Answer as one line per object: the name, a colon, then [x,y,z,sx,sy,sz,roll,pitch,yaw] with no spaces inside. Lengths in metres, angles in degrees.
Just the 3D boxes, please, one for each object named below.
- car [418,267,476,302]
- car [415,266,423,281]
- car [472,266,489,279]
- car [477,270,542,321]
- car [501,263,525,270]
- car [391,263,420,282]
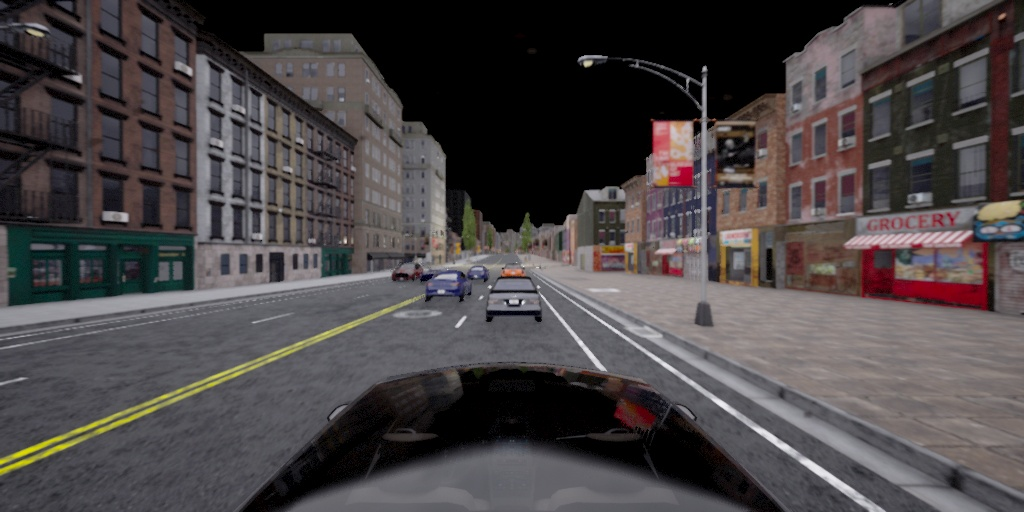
car: [-3.155,1.459,18.360,1.812,1.442,4.674,0,-1,0]
car: [-6.590,1.678,30.881,1.895,1.301,4.718,0,-1,0]
car: [-3.146,1.630,33.661,1.812,1.442,4.674,0,-1,0]
car: [0.072,1.416,12.994,2.033,1.411,5.357,0,-1,0]
car: [0.099,1.445,32.440,2.097,1.767,4.553,0,-1,0]
car: [-9.835,1.461,34.138,2.097,1.767,4.553,0,0,0]
